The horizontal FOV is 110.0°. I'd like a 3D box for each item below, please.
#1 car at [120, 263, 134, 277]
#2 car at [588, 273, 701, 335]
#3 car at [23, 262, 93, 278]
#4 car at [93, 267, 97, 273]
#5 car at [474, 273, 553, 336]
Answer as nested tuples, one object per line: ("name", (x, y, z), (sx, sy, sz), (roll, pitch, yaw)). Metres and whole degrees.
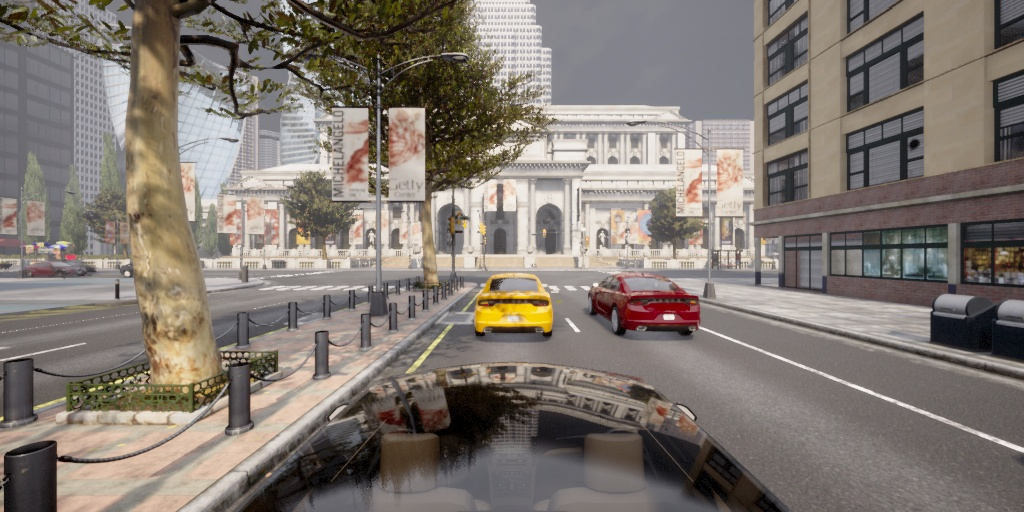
("car", (-34.180, 1.255, 34.044), (4.892, 1.490, 1.837), (0, 0, 0))
("car", (3.557, 1.228, 10.560), (1.882, 1.535, 5.008), (0, 0, 0))
("car", (-43.379, 1.276, 34.012), (4.674, 1.442, 1.812), (0, 0, -1))
("car", (-46.991, 1.297, 37.484), (5.357, 1.411, 2.033), (0, 0, -1))
("car", (0.055, 1.228, 10.381), (1.882, 1.535, 5.008), (0, 0, 1))
